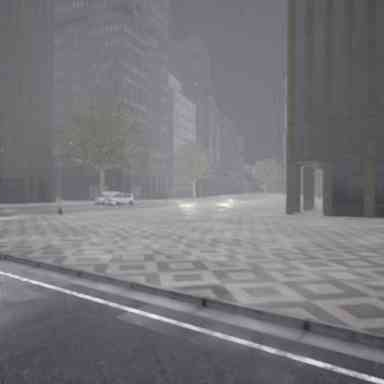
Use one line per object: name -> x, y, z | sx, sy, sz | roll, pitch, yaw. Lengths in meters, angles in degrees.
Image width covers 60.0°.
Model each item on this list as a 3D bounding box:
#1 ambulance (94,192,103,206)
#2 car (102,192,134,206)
ambulance -> -14.682, 1.153, 59.886 | 2.351, 2.431, 6.366 | 1, 0, 29
car -> -12.334, 1.369, 57.563 | 2.150, 2.045, 5.566 | 1, 0, 30
